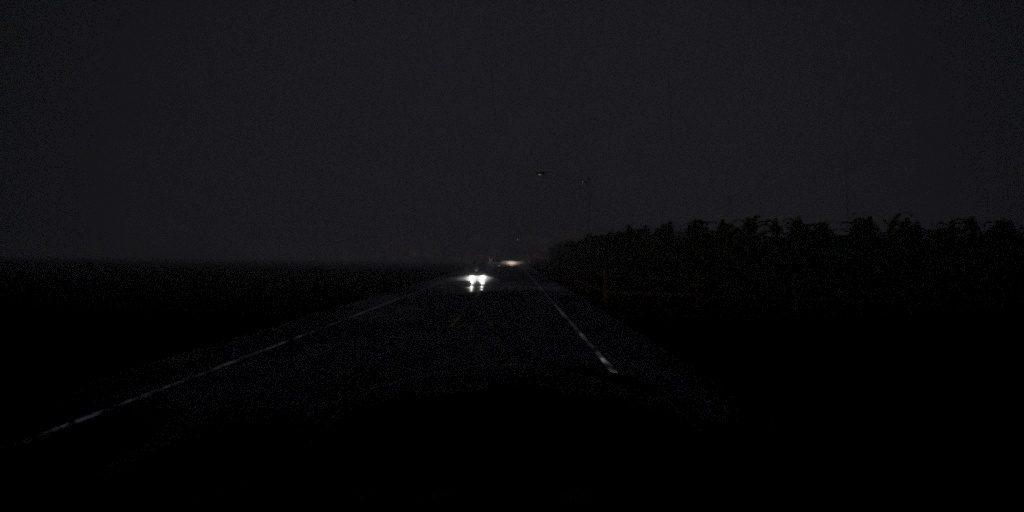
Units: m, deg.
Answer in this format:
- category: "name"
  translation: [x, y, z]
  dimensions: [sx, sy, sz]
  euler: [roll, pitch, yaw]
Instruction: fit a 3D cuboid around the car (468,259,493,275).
- category: "car"
  translation: [-3.583, 1.190, 38.671]
  dimensions: [2.128, 1.511, 4.902]
  euler: [0, 0, 0]
